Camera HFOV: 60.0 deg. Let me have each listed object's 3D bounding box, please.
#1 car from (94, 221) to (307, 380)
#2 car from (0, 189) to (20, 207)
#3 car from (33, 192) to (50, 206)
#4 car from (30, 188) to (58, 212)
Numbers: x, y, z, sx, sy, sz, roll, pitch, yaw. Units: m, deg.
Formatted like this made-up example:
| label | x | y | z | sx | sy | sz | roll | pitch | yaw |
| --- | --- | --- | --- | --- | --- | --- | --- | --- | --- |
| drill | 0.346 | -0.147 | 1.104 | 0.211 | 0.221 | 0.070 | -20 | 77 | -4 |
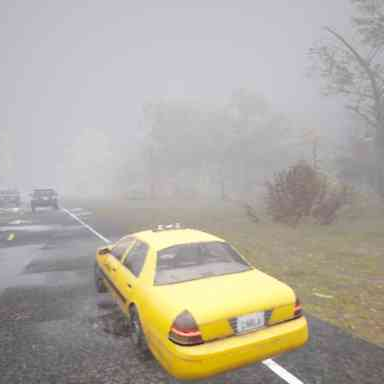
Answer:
| label | x | y | z | sx | sy | sz | roll | pitch | yaw |
| --- | --- | --- | --- | --- | --- | --- | --- | --- | --- |
| car | -0.493 | 1.275 | 5.748 | 1.801 | 1.575 | 5.366 | -3 | 2 | -25 |
| car | -22.256 | 0.675 | 40.546 | 2.150 | 2.045 | 5.566 | -3 | 2 | -25 |
| car | -18.597 | 0.850 | 41.110 | 1.812 | 1.442 | 4.674 | -3 | 2 | -25 |
| car | -13.941 | 0.679 | 31.389 | 2.150 | 2.045 | 5.566 | -3 | 2 | -25 |
